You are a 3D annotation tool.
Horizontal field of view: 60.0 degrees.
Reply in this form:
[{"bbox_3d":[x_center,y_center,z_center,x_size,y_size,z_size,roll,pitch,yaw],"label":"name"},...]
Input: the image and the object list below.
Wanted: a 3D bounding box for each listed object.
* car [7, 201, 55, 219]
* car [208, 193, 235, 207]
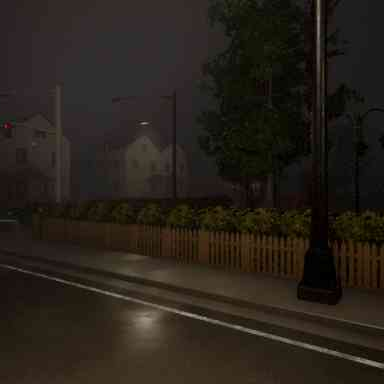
[{"bbox_3d":[-13.761,1.526,29.413,1.812,1.442,4.674,0,0,35],"label":"car"},{"bbox_3d":[4.216,1.221,48.863,2.150,2.045,5.566,0,0,35],"label":"car"}]
